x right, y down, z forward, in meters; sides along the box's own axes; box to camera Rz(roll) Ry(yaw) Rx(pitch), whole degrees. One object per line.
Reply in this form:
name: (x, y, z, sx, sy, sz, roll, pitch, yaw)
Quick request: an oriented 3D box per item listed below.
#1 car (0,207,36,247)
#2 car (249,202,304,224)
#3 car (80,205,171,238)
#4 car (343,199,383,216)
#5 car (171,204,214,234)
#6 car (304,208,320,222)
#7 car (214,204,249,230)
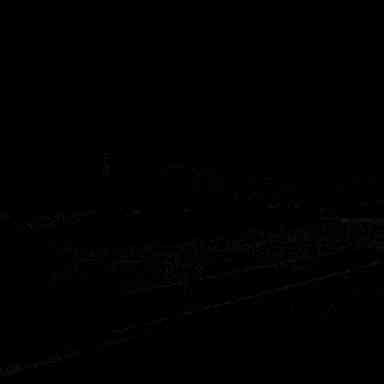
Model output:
car: (-8.676, 1.389, 14.191, 4.553, 1.767, 2.185, -1, -1, 34)
car: (5.380, 1.542, 25.011, 5.008, 1.535, 2.097, -1, -1, 31)
car: (-3.909, 1.518, 17.689, 4.892, 1.521, 2.231, -1, 0, 33)
car: (19.241, 1.706, 36.233, 5.008, 1.535, 2.097, 0, -1, 31)
car: (-1.563, 1.521, 19.487, 4.892, 1.521, 2.231, -1, 0, 33)
car: (7.683, 1.555, 26.874, 5.008, 1.535, 2.097, -1, -1, 31)
car: (0.770, 1.527, 21.308, 4.892, 1.521, 2.231, -1, 0, 32)
